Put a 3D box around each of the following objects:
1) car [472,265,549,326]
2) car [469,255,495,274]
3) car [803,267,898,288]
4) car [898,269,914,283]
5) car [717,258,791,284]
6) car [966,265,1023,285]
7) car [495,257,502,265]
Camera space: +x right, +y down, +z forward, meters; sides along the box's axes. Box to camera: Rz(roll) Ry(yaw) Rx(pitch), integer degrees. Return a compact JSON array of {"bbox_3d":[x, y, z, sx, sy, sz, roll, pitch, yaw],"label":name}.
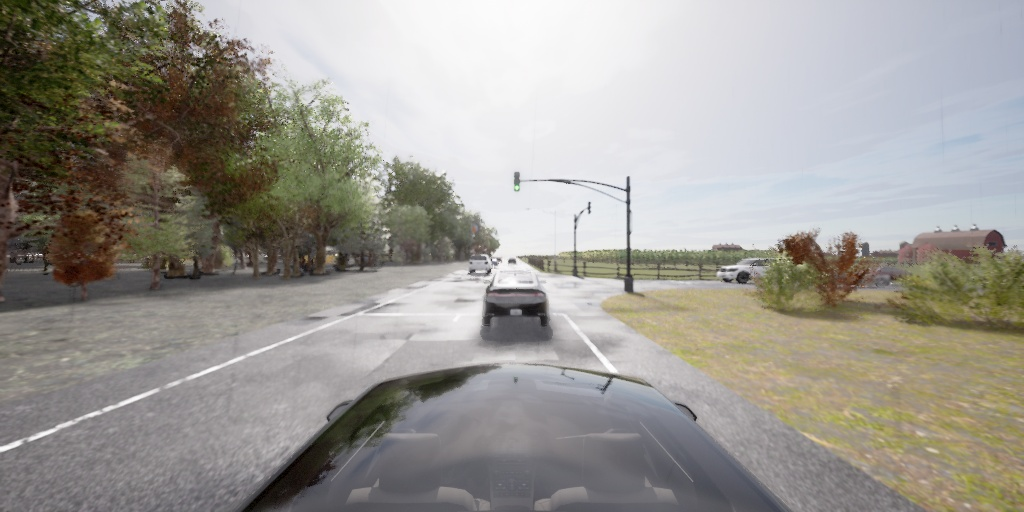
[{"bbox_3d":[0.104,1.213,11.559,2.128,1.511,4.902,0,0,0],"label":"car"},{"bbox_3d":[-3.384,0.858,39.111,2.150,2.045,5.566,0,0,0],"label":"car"},{"bbox_3d":[23.504,1.527,25.170,4.718,1.301,1.895,1,-1,1],"label":"car"},{"bbox_3d":[29.352,1.567,28.798,4.674,1.442,1.812,1,-1,0],"label":"car"},{"bbox_3d":[19.668,1.157,28.851,5.566,2.045,2.150,1,-1,0],"label":"car"},{"bbox_3d":[39.591,1.506,28.740,4.553,1.767,2.097,1,-1,0],"label":"car"},{"bbox_3d":[-3.375,1.101,64.629,2.033,1.411,5.357,0,0,0],"label":"car"}]
